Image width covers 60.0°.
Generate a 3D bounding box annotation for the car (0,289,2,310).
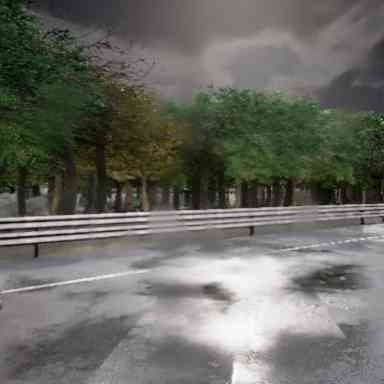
[{"bbox_3d":[-5.207,1.574,4.335,4.718,1.301,1.895,0,0,-36],"label":"car"}]
